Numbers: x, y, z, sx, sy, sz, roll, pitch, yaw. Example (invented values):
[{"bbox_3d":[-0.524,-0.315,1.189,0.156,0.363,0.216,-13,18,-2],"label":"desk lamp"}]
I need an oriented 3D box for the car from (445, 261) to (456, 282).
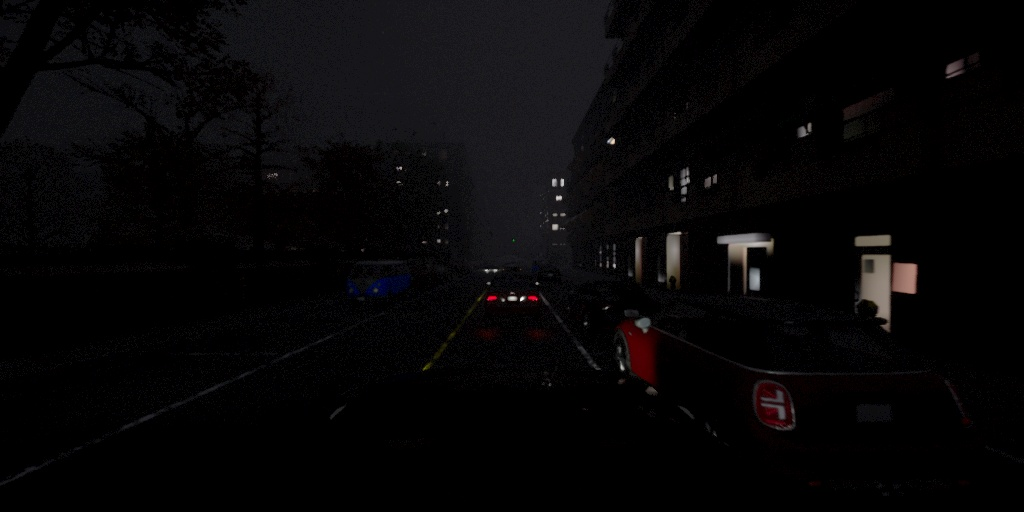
[{"bbox_3d":[-5.725,1.312,26.728,2.007,1.370,4.403,0,0,0],"label":"car"}]

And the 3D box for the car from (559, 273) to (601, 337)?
[{"bbox_3d":[2.680,1.319,10.136,1.948,1.339,4.313,0,0,0],"label":"car"}]

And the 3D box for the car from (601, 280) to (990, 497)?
[{"bbox_3d":[2.688,1.191,4.600,1.967,1.591,4.097,0,0,0],"label":"car"}]

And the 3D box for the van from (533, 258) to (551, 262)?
[{"bbox_3d":[2.647,1.105,32.277,1.690,1.789,3.998,0,0,0],"label":"van"}]

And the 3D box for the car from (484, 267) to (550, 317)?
[{"bbox_3d":[0.030,1.302,13.075,2.033,1.411,5.357,0,0,0],"label":"car"}]

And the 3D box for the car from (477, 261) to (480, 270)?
[{"bbox_3d":[-5.766,1.361,54.404,1.802,1.307,4.207,0,0,0],"label":"car"}]

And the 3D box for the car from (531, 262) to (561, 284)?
[{"bbox_3d":[2.655,1.327,26.741,1.948,1.339,4.313,0,0,0],"label":"car"}]

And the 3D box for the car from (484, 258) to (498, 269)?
[{"bbox_3d":[-3.120,1.328,55.644,2.033,1.411,5.357,0,0,0],"label":"car"}]

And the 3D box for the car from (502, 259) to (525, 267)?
[{"bbox_3d":[0.032,1.290,32.779,1.812,1.442,4.674,0,0,0],"label":"car"}]

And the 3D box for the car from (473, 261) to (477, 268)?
[{"bbox_3d":[-5.750,1.337,43.334,1.948,1.339,4.313,0,0,0],"label":"car"}]

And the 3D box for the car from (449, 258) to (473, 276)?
[{"bbox_3d":[-5.742,1.082,37.799,2.192,1.841,5.009,0,0,0],"label":"car"}]

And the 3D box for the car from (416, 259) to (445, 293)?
[{"bbox_3d":[-5.717,1.073,21.193,2.192,1.841,5.009,0,0,0],"label":"car"}]

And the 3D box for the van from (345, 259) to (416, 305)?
[{"bbox_3d":[-5.709,1.097,15.657,1.690,1.789,3.998,0,0,0],"label":"van"}]
